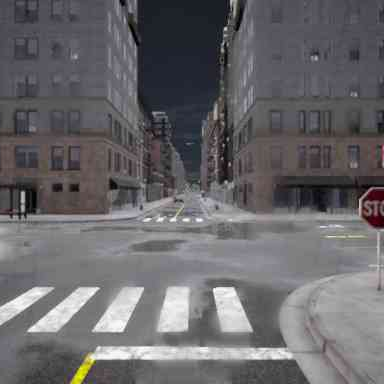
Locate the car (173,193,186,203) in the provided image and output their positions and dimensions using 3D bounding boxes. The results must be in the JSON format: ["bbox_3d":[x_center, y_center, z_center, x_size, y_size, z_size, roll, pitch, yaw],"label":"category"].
[{"bbox_3d":[-2.759,1.489,68.856,1.882,1.535,5.008,0,0,0],"label":"car"}]
